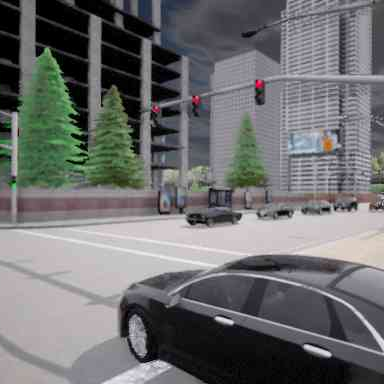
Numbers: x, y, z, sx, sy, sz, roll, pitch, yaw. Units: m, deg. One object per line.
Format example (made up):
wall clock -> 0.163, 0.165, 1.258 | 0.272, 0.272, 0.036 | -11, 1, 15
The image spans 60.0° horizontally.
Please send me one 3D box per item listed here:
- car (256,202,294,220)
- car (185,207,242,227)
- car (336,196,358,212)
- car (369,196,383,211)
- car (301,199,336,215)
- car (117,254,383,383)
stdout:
car -> 7.883, 1.747, 31.403 | 2.128, 1.511, 4.902 | 0, 0, 42
car -> 1.647, 1.787, 24.466 | 1.895, 1.301, 4.718 | 0, 0, 42
car -> 21.519, 1.629, 46.494 | 2.150, 2.045, 5.566 | 0, 0, 40
car -> 26.369, 1.787, 46.437 | 2.097, 1.767, 4.553 | 0, 0, 42
car -> 14.538, 1.681, 38.777 | 2.097, 1.767, 4.553 | 0, 0, 43
car -> 0.971, 1.537, 4.037 | 4.892, 1.490, 1.837 | 0, 1, 44
